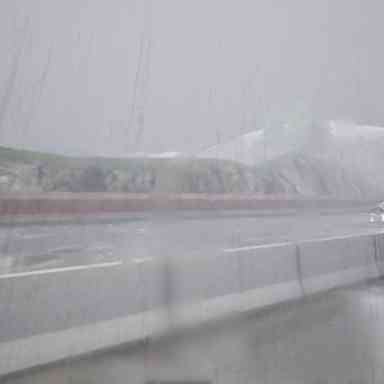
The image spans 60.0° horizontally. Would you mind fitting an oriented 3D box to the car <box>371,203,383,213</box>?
[{"bbox_3d":[25.504,2.126,44.100,4.674,1.442,1.812,1,-1,-39],"label":"car"}]
